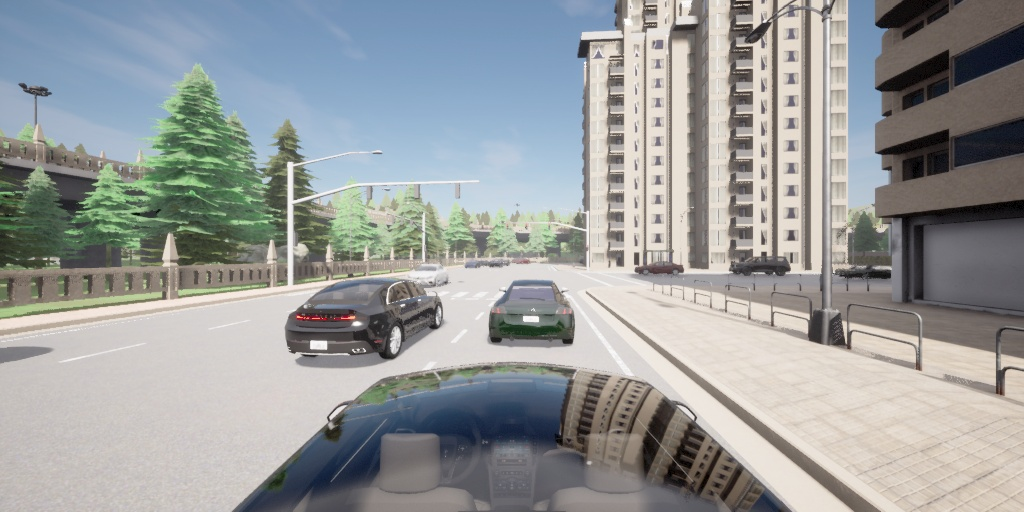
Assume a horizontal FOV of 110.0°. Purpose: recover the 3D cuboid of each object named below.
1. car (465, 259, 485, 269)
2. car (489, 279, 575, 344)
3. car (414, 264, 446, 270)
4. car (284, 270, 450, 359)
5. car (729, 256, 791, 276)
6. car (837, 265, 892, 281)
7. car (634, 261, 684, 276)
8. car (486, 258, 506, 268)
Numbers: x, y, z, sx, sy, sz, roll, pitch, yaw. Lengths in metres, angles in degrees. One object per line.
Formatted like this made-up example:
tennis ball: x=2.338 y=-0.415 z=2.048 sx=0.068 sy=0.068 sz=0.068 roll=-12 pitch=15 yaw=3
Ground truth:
car: x=-6.327 y=1.297 z=58.550 sx=2.033 sy=1.411 sz=5.357 roll=0 pitch=0 yaw=5
car: x=0.573 y=1.314 z=9.650 sx=1.994 sy=1.385 sz=4.181 roll=0 pitch=0 yaw=5
car: x=-5.507 y=1.276 z=24.037 sx=1.812 sy=1.442 sz=4.674 roll=0 pitch=0 yaw=4
car: x=-3.042 y=1.255 z=8.455 sx=1.837 sy=1.490 sz=4.892 roll=0 pitch=0 yaw=5
car: x=26.144 y=1.027 z=37.910 sx=5.566 sy=2.045 sz=2.150 roll=0 pitch=0 yaw=4
car: x=30.728 y=1.406 z=30.421 sx=4.718 sy=1.301 sz=1.895 roll=0 pitch=0 yaw=4
car: x=15.786 y=1.283 z=38.585 sx=5.008 sy=1.535 sz=1.882 roll=0 pitch=0 yaw=4
car: x=-2.638 y=1.351 z=60.580 sx=1.895 sy=1.301 sz=4.718 roll=0 pitch=0 yaw=5
